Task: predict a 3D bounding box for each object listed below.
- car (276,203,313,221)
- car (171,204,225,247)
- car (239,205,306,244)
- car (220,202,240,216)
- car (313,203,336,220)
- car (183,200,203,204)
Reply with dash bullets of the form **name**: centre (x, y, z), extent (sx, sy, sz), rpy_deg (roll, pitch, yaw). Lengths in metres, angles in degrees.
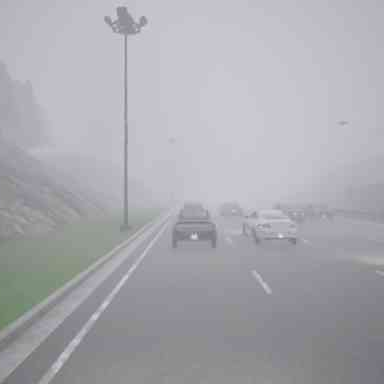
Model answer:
- **car**: centre (7.090, 1.579, 25.406), extent (2.033, 1.411, 5.357), rpy_deg (0, 0, 0)
- **car**: centre (0.094, 1.510, 15.131), extent (2.128, 1.511, 4.902), rpy_deg (0, 0, 0)
- **car**: centre (3.583, 1.545, 15.779), extent (1.812, 1.442, 4.674), rpy_deg (0, 0, 0)
- **car**: centre (3.598, 1.602, 30.963), extent (1.994, 1.385, 4.181), rpy_deg (0, 0, 0)
- **car**: centre (10.598, 1.636, 28.872), extent (1.895, 1.301, 4.718), rpy_deg (0, 0, 0)
- **car**: centre (0.102, 1.517, 32.031), extent (1.882, 1.535, 5.008), rpy_deg (0, 0, 0)
